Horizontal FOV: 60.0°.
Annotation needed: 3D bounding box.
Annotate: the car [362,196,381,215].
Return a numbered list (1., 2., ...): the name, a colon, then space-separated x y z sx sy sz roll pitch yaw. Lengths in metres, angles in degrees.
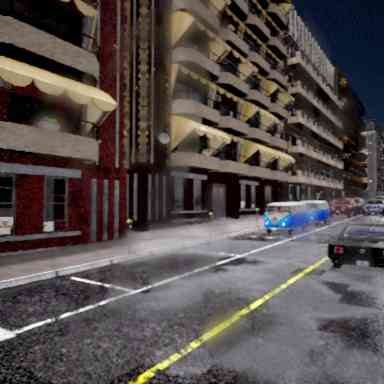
1. car: 19.306 1.555 34.991 2.097 1.767 4.553 -1 -1 35

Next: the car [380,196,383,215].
1. car: 16.038 1.338 25.282 2.150 2.045 5.566 -1 -1 35

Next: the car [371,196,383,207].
1. car: 34.277 1.713 60.647 2.192 1.841 5.009 0 0 35

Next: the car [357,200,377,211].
1. car: 24.744 1.871 47.069 1.947 1.339 4.313 1 0 35

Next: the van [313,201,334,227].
1. van: 8.857 1.526 24.436 1.690 1.788 3.998 1 0 35

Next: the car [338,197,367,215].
1. car: 18.390 1.568 38.014 2.192 1.841 5.009 1 0 35

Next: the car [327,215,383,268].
1. car: 5.910 1.656 10.847 1.895 1.301 4.718 -1 -1 35

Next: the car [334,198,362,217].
1. car: 15.213 1.544 33.488 2.192 1.841 5.009 1 0 35

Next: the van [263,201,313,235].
1. van: 5.680 1.505 19.907 1.690 1.788 3.998 1 0 35
